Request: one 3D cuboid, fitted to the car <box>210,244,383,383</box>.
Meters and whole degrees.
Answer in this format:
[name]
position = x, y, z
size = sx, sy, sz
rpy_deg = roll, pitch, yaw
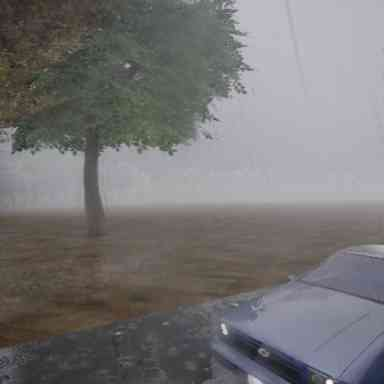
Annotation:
[car]
position = 2.872, 1.529, 4.790
size = 5.357, 1.411, 2.033
rpy_deg = 0, 0, -34
